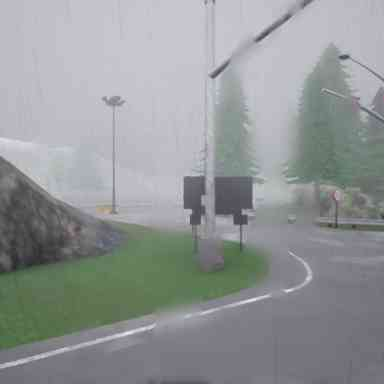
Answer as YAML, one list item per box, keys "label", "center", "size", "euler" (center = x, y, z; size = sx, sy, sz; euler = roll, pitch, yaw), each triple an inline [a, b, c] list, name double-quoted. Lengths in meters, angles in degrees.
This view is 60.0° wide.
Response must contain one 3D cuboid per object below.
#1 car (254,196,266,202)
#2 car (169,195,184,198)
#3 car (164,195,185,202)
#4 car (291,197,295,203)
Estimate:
- label: "car"
  center: [14.940, 1.594, 77.458]
  size: [4.718, 1.301, 1.895]
  euler: [0, 0, -36]
- label: "car"
  center: [-2.018, 1.524, 73.911]
  size: [4.674, 1.442, 1.812]
  euler: [0, 0, -36]
- label: "car"
  center: [-4.058, 1.524, 76.755]
  size: [4.674, 1.442, 1.812]
  euler: [0, 0, -36]
- label: "car"
  center: [23.232, 1.529, 70.484]
  size: [5.357, 1.411, 2.033]
  euler: [0, 0, -36]
